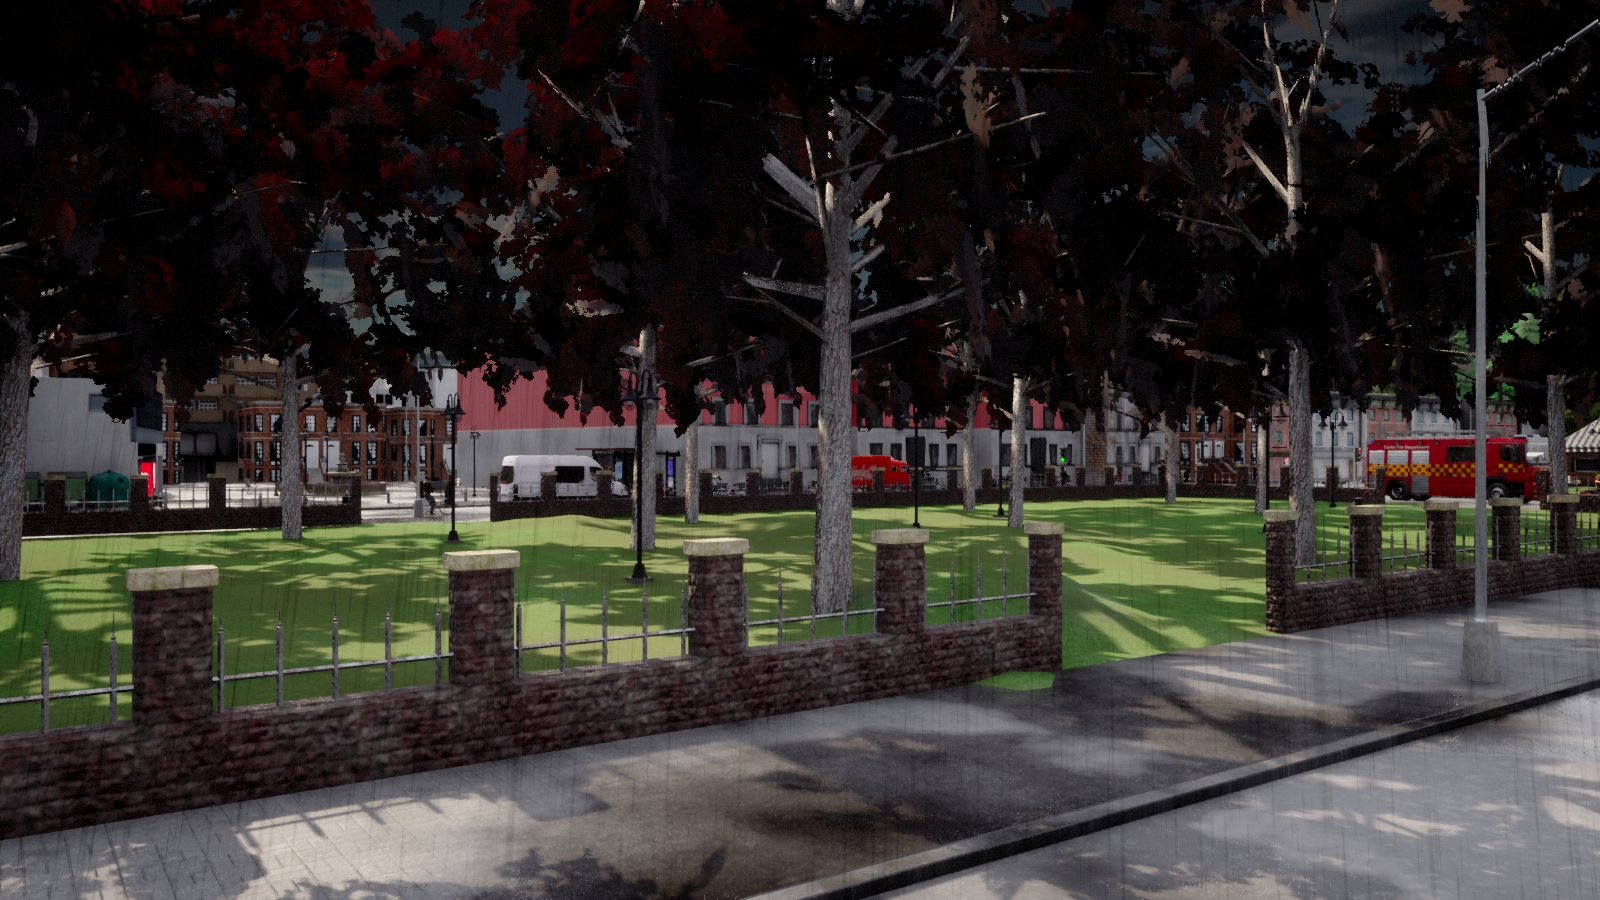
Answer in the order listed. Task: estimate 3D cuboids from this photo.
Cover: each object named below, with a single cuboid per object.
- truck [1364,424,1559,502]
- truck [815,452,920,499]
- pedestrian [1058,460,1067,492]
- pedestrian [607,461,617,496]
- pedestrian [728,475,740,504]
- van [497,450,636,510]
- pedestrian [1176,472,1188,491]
[{"bbox_3d":[34.631,0.645,60.204,2.891,3.827,8.468,0,0,-34],"label":"truck"},{"bbox_3d":[3.681,1.334,62.275,5.204,2.467,2.627,0,0,-35],"label":"truck"},{"bbox_3d":[15.130,1.505,65.791,0.375,1.860,0.375,0,0,43],"label":"pedestrian"},{"bbox_3d":[-10.127,1.513,61.533,0.375,1.860,0.375,0,0,-30],"label":"pedestrian"},{"bbox_3d":[-2.990,1.793,51.728,0.375,1.300,0.375,0,0,-35],"label":"pedestrian"},{"bbox_3d":[-10.630,1.306,52.263,5.915,2.561,1.988,0,0,-35],"label":"van"},{"bbox_3d":[22.737,1.883,68.033,0.500,1.100,0.500,0,0,-44],"label":"pedestrian"}]
